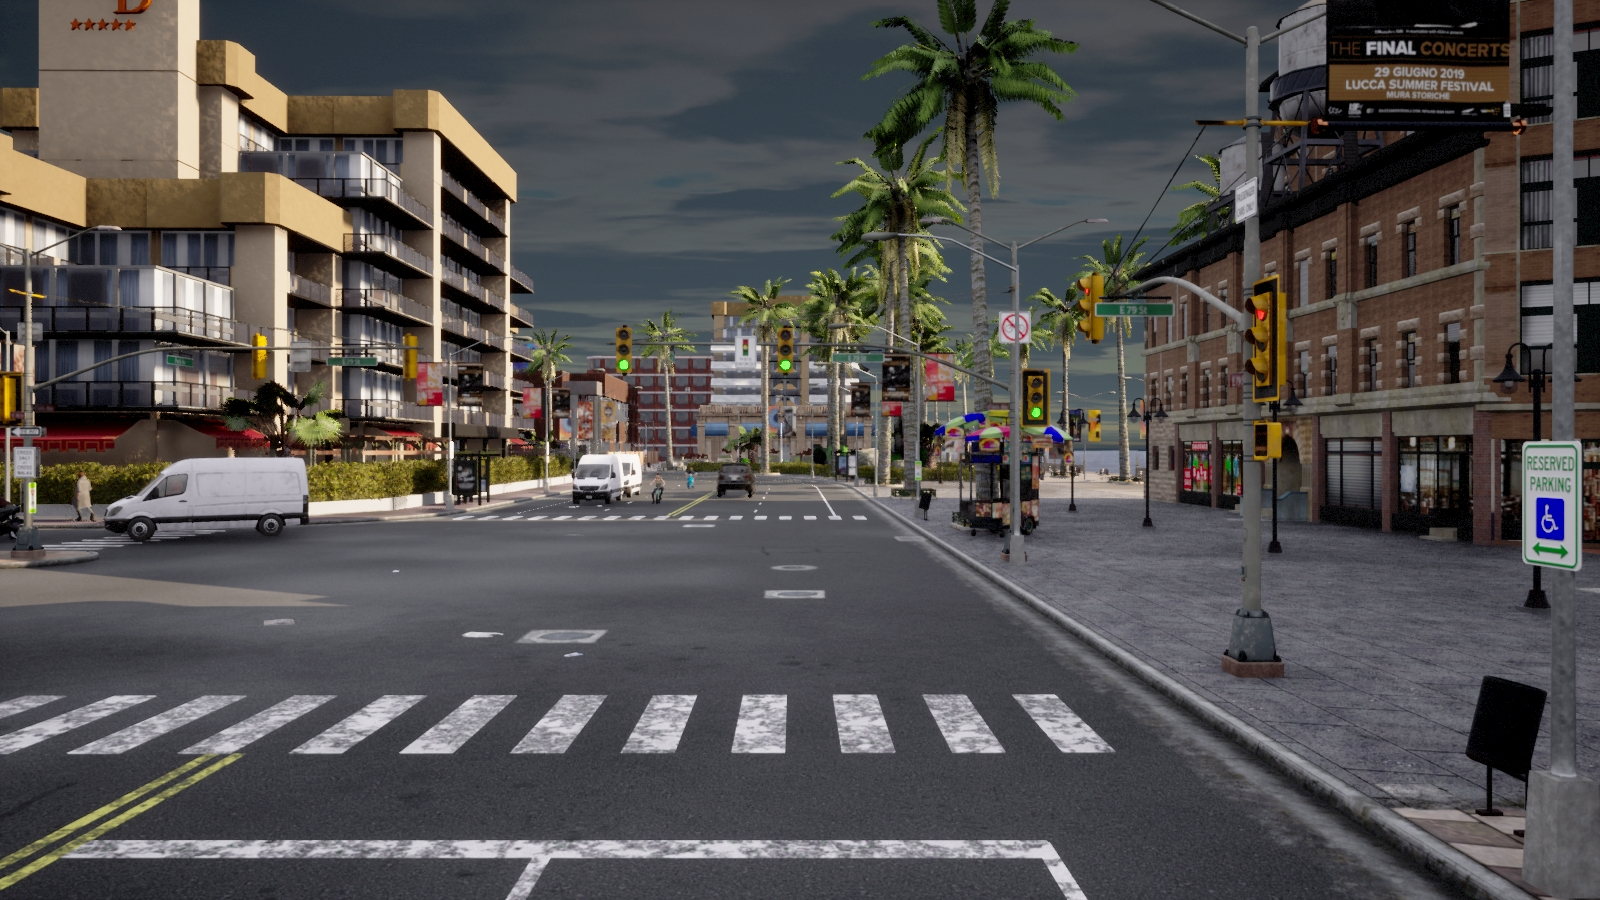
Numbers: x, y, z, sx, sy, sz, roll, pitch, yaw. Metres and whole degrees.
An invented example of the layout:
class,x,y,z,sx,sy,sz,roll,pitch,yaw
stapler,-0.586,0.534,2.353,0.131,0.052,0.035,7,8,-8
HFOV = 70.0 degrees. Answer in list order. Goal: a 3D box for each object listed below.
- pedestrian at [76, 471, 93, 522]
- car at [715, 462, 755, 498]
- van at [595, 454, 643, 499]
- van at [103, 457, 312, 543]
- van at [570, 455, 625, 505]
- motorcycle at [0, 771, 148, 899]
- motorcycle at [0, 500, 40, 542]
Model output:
class,x,y,z,sx,sy,sz,roll,pitch,yaw
pedestrian,-26.440,1.698,42.210,0.375,1.860,0.375,0,0,14
car,-3.917,1.783,70.013,2.150,2.045,5.566,0,0,0
van,-10.883,1.538,69.157,1.988,2.561,5.915,0,0,-1
van,-19.177,1.536,37.130,5.915,2.561,1.988,0,0,-30
van,-10.832,1.537,61.497,1.988,2.561,5.915,0,0,0
motorcycle,-3.736,2.213,4.815,0.803,1.145,2.033,0,0,1
motorcycle,-25.139,2.207,35.662,2.209,1.251,0.867,0,0,-4
